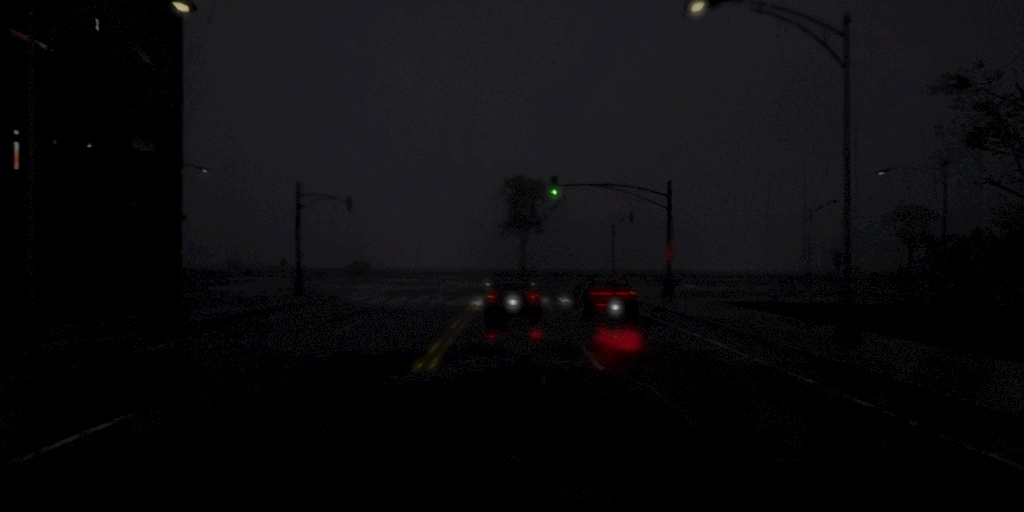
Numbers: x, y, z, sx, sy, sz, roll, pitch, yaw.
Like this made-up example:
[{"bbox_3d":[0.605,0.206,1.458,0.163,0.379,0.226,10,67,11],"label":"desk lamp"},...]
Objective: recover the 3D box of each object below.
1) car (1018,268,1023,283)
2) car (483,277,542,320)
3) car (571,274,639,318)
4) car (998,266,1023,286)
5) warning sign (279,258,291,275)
[{"bbox_3d":[45.165,1.979,29.129,5.008,1.535,1.882,1,0,2],"label":"car"},{"bbox_3d":[-0.055,1.459,13.329,1.994,1.385,4.181,0,-1,-2],"label":"car"},{"bbox_3d":[3.441,1.406,13.768,1.837,1.490,4.892,0,-1,4],"label":"car"},{"bbox_3d":[47.645,1.756,32.295,5.566,2.045,2.150,1,0,2],"label":"car"},{"bbox_3d":[-23.488,1.037,36.880,1.060,1.860,1.300,0,0,1],"label":"warning sign"}]
